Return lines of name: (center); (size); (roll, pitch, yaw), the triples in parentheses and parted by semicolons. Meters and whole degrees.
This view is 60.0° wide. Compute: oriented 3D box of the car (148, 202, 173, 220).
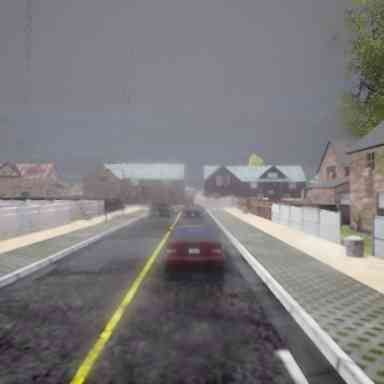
car: (-2.806, 1.659, 30.168); (1.837, 1.490, 4.892); (0, 0, 0)

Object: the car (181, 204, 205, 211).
car: (0.093, 1.682, 26.200); (2.033, 1.411, 5.357); (0, 0, 1)

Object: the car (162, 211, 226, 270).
car: (0.076, 1.606, 11.228); (2.033, 1.411, 5.357); (0, 0, 0)
